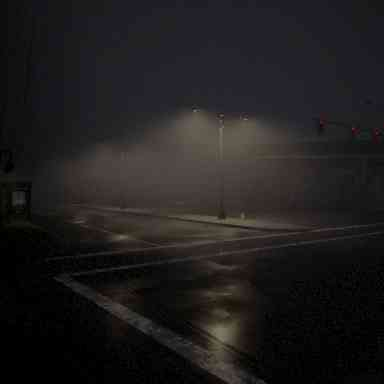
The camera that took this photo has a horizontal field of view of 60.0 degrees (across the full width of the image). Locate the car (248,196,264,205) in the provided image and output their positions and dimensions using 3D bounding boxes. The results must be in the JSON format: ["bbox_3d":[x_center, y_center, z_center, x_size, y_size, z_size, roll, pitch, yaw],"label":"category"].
[{"bbox_3d":[11.869,1.478,60.732,1.882,1.535,5.008,0,-1,29],"label":"car"}]

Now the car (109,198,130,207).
[{"bbox_3d":[-11.077,1.564,50.732,1.994,1.385,4.181,0,0,-35],"label":"car"}]

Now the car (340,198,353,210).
[{"bbox_3d":[18.173,1.456,42.041,1.970,1.475,3.806,0,0,-35],"label":"car"}]

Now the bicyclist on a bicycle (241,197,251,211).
[{"bbox_3d":[6.331,1.430,39.760,1.656,1.620,0.582,-6,-7,-37],"label":"bicyclist on a bicycle"}]

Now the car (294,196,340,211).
[{"bbox_3d":[13.908,1.295,38.118,2.242,1.667,4.611,0,0,-35],"label":"car"}]
